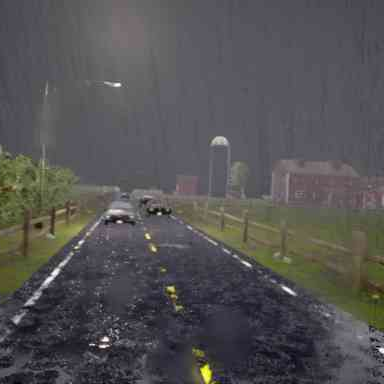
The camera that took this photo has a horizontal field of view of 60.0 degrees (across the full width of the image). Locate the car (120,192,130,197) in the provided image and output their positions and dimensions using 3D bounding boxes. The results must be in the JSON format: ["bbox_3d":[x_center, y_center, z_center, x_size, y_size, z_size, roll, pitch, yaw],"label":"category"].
[{"bbox_3d":[-14.409,0.734,71.815,1.994,1.385,4.181,3,0,-11],"label":"car"}]

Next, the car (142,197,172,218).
[{"bbox_3d":[-2.876,1.361,27.495,1.895,1.301,4.718,3,0,-11],"label":"car"}]

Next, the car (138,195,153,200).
[{"bbox_3d":[-5.631,1.072,41.480,1.882,1.535,5.008,3,0,-11],"label":"car"}]

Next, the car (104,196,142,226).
[{"bbox_3d":[-4.499,1.255,21.088,2.033,1.411,5.357,3,0,-11],"label":"car"}]
